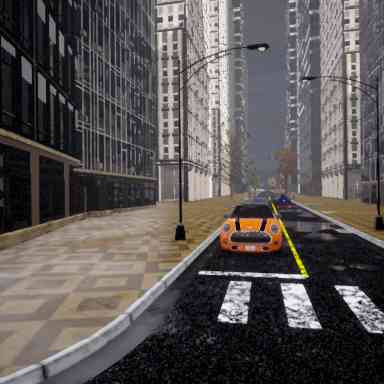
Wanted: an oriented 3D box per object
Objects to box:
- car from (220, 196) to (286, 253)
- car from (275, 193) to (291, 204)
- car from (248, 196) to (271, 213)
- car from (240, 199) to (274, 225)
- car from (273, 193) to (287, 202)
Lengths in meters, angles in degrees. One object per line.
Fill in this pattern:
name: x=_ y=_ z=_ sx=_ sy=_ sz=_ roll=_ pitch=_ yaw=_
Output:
car: x=2.370 y=1.208 z=13.005 sx=2.097 sy=1.767 sz=4.553 roll=-1 pitch=1 yaw=12
car: x=12.741 y=0.944 z=46.530 sx=1.812 sy=1.442 sz=4.674 roll=-1 pitch=1 yaw=12
car: x=6.840 y=1.162 z=33.337 sx=2.033 sy=1.411 sz=5.357 roll=-1 pitch=1 yaw=13
car: x=4.560 y=1.285 z=22.954 sx=2.033 sy=1.411 sz=5.357 roll=-1 pitch=1 yaw=13
car: x=14.862 y=0.851 z=56.192 sx=2.033 sy=1.411 sz=5.357 roll=-1 pitch=1 yaw=12
